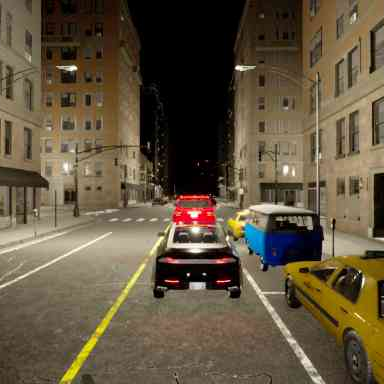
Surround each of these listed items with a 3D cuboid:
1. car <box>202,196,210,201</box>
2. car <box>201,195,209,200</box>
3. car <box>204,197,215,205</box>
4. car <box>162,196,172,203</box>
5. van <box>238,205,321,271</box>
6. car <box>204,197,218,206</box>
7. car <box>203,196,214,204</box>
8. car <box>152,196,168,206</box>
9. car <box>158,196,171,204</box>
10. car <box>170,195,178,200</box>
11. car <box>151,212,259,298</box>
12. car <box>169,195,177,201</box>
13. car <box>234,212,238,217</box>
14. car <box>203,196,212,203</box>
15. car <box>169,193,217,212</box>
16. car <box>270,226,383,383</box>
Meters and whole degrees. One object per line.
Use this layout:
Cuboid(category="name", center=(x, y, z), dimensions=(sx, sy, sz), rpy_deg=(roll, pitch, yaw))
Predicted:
Cuboid(category="car", center=(3.419, 1.565, 81.533), dimensions=(1.947, 1.339, 4.313), rpy_deg=(1, 0, 1))
Cuboid(category="car", center=(3.571, 1.547, 92.593), dimensions=(2.008, 1.369, 4.403), rpy_deg=(1, 0, 1))
Cuboid(category="car", center=(3.116, 1.548, 59.412), dimensions=(1.887, 1.381, 4.507), rpy_deg=(1, 0, 1))
Cuboid(category="car", center=(-5.257, 1.547, 70.581), dimensions=(1.887, 1.381, 4.507), rpy_deg=(1, 0, 1))
Cuboid(category="van", center=(2.687, 1.343, 10.545), dimensions=(1.690, 1.788, 3.998), rpy_deg=(1, 0, 0))
Cuboid(category="car", center=(3.040, 1.569, 53.882), dimensions=(1.947, 1.339, 4.313), rpy_deg=(1, 0, 1))
Cuboid(category="car", center=(3.192, 1.553, 64.942), dimensions=(2.008, 1.369, 4.403), rpy_deg=(1, 0, 1))
Cuboid(category="car", center=(-5.485, 1.587, 53.995), dimensions=(1.802, 1.307, 4.206), rpy_deg=(1, 0, 1))
Cuboid(category="car", center=(-5.333, 1.554, 65.052), dimensions=(2.008, 1.369, 4.403), rpy_deg=(1, 0, 1))
Cuboid(category="car", center=(-4.954, 1.563, 92.696), dimensions=(1.947, 1.339, 4.313), rpy_deg=(1, 0, 1))
Cuboid(category="car", center=(0.106, 1.493, 8.474), dimensions=(2.128, 1.511, 4.902), rpy_deg=(0, 0, 0))
Cuboid(category="car", center=(-5.032, 1.524, 86.997), dimensions=(1.752, 1.417, 4.829), rpy_deg=(1, 0, 1))
Cuboid(category="car", center=(2.691, 1.528, 16.388), dimensions=(1.752, 1.417, 4.829), rpy_deg=(1, 0, 0))
Cuboid(category="car", center=(3.268, 1.546, 70.472), dimensions=(1.887, 1.381, 4.507), rpy_deg=(1, 0, 1))
Cuboid(category="car", center=(0.117, 1.225, 18.660), dimensions=(2.150, 2.045, 5.566), rpy_deg=(0, 0, 0))
Cuboid(category="car", center=(2.680, 1.526, 5.041), dimensions=(1.752, 1.417, 4.829), rpy_deg=(1, 0, 0))
